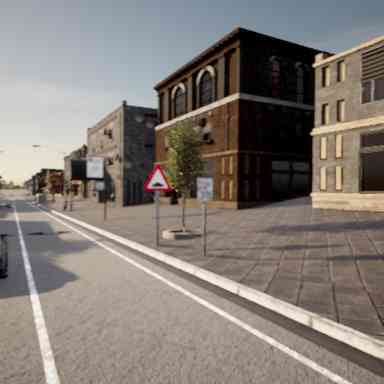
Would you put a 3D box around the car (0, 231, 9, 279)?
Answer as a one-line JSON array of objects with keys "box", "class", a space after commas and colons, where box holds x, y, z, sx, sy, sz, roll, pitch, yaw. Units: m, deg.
[{"box": [-6.321, 1.586, 9.424, 1.994, 1.385, 4.181, 0, 0, -28], "class": "car"}]

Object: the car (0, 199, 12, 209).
[{"box": [-28.123, 1.743, 49.684, 2.128, 1.511, 4.902, 0, 0, -28], "class": "car"}]
